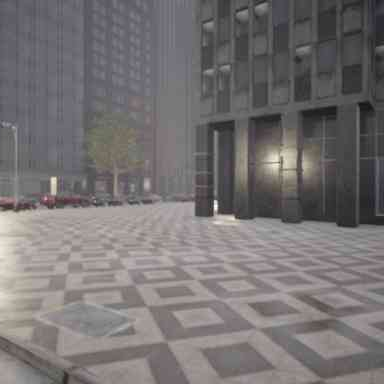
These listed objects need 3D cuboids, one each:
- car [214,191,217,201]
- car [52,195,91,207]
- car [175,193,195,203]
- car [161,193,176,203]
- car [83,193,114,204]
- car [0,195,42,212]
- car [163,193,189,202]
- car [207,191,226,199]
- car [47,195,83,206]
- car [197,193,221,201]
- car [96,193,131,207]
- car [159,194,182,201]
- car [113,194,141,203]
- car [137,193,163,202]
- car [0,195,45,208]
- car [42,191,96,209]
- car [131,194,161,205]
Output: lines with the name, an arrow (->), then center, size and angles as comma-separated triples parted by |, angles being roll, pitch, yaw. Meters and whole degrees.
car -> 3.037, 0.777, 57.776 | 2.192, 1.841, 5.009 | 0, 0, 35
car -> -15.056, 1.072, 41.718 | 1.994, 1.385, 4.181 | 0, 0, 34
car -> -0.168, 1.019, 53.136 | 1.887, 1.381, 4.507 | 0, 0, 35
car -> -2.703, 0.961, 54.076 | 2.128, 1.511, 4.902 | 0, 0, 35
car -> -13.589, 0.921, 48.703 | 1.967, 1.590, 4.097 | 0, 0, 35
car -> -16.187, 1.139, 29.936 | 1.802, 1.307, 4.206 | 0, 0, 35
car -> -2.817, 0.932, 59.287 | 1.882, 1.535, 5.008 | 0, 0, 35
car -> 5.639, 0.725, 76.547 | 2.192, 1.841, 5.009 | 0, 0, 35
car -> -16.793, 1.080, 44.064 | 1.802, 1.307, 4.206 | 0, 0, 35
car -> 3.247, 0.939, 62.776 | 2.128, 1.511, 4.902 | 0, 0, 35
car -> -9.779, 1.085, 39.216 | 1.947, 1.339, 4.313 | 0, 0, 35
car -> -3.975, 1.007, 62.626 | 1.947, 1.339, 4.313 | 0, 0, 35
car -> -10.384, 1.048, 53.345 | 1.802, 1.307, 4.206 | 0, 0, 35
car -> -7.276, 0.979, 57.844 | 1.752, 1.417, 4.829 | 0, 0, 35
car -> -19.997, 1.082, 39.423 | 1.947, 1.339, 4.313 | 0, 0, 35
car -> -12.982, 0.852, 34.576 | 2.192, 1.841, 5.009 | 0, 0, 35
car -> -6.576, 1.068, 43.856 | 1.947, 1.339, 4.313 | 0, 0, 35
